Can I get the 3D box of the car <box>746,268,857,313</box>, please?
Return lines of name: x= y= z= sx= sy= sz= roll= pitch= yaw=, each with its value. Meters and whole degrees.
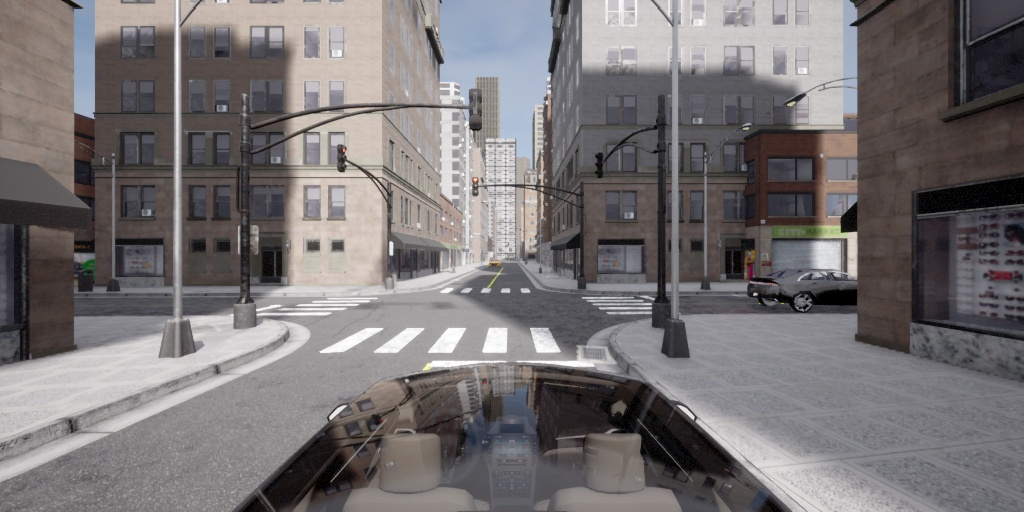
car: x=11.429 y=1.209 z=13.264 sx=4.902 sy=1.511 sz=2.128 roll=0 pitch=0 yaw=0

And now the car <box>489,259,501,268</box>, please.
car: x=-2.993 y=1.208 z=62.949 sx=1.882 sy=1.535 sz=5.008 roll=0 pitch=0 yaw=0
